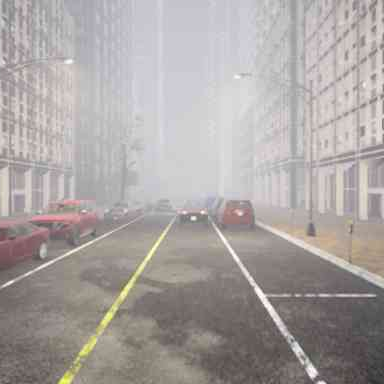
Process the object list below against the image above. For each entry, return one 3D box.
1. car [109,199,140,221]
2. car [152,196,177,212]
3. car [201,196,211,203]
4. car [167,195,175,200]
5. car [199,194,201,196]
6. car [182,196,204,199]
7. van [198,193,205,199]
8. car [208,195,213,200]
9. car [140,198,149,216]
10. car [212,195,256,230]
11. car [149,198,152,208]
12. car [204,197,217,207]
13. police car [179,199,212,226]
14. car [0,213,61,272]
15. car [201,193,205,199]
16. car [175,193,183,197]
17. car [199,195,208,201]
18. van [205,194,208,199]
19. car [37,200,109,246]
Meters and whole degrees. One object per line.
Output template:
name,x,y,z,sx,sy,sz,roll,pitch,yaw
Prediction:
car,-5.688,1.426,26.670,1.967,1.590,4.097,0,0,0
car,-3.087,1.480,37.633,1.837,1.490,4.892,0,0,0
car,2.701,1.509,66.557,1.802,1.307,4.206,0,0,0
car,-5.675,1.450,89.353,1.802,1.307,4.206,0,0,0
car,2.700,1.490,60.859,2.008,1.369,4.403,0,0,0
car,0.109,1.534,41.391,1.994,1.385,4.181,0,0,0
van,2.707,1.194,95.047,1.690,1.788,3.998,0,0,0
car,2.692,1.301,26.666,2.192,1.841,5.009,0,0,0
car,-5.687,1.420,32.369,1.967,1.590,4.097,0,0,0
car,2.691,1.306,20.967,2.192,1.841,5.009,0,0,0
car,-5.685,1.517,43.766,2.008,1.369,4.403,0,0,0
car,2.697,1.484,49.630,1.752,1.417,4.829,0,0,0
police car,0.105,1.491,23.304,2.038,1.542,4.974,0,0,0
car,-5.691,1.542,9.575,1.887,1.381,4.507,0,0,0
car,2.695,1.282,43.761,2.192,1.841,5.009,0,0,0
car,-2.986,0.989,79.104,1.882,1.535,5.008,0,0,0
car,2.704,1.444,77.953,1.887,1.381,4.507,0,0,0
van,2.694,1.315,38.062,1.690,1.788,3.998,0,0,0
car,-5.691,1.310,15.274,2.192,1.841,5.009,0,0,0
